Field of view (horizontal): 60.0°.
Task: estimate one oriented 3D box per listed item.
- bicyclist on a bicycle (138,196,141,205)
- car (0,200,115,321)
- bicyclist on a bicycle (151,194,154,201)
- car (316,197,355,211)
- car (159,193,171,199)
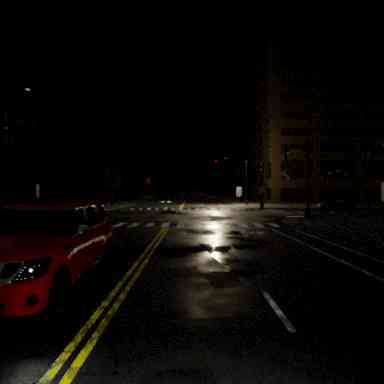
[{"bbox_3d":[-8.702,1.465,55.116,0.582,1.620,1.656,0,0,0],"label":"bicyclist on a bicycle"},{"bbox_3d":[-3.336,1.226,7.622,2.150,2.045,5.566,0,0,0],"label":"car"},{"bbox_3d":[-8.748,1.393,73.792,0.659,1.776,1.843,0,0,0],"label":"bicyclist on a bicycle"},{"bbox_3d":[16.684,1.359,38.914,4.097,1.590,1.967,0,1,0],"label":"car"},{"bbox_3d":[-6.489,1.002,85.427,2.097,1.767,4.553,0,0,0],"label":"car"}]
